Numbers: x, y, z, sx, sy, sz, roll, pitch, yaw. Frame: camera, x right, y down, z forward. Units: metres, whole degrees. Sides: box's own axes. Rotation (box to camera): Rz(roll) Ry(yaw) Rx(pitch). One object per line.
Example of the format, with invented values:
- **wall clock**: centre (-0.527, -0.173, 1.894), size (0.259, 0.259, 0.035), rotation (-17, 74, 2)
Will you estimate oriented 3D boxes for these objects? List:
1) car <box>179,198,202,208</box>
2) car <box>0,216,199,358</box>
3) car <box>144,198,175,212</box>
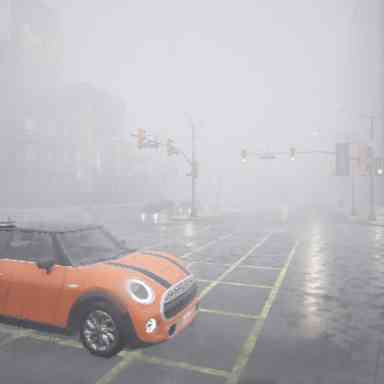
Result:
- **car**: centre (-0.155, 1.601, 48.511), size (1.895, 1.301, 4.718), rotation (0, 0, 21)
- **car**: centre (-2.189, 1.338, 5.912), size (4.553, 1.767, 2.097), rotation (0, 0, 21)
- **car**: centre (-3.741, 1.478, 38.947), size (1.882, 1.535, 5.008), rotation (0, 0, 23)
